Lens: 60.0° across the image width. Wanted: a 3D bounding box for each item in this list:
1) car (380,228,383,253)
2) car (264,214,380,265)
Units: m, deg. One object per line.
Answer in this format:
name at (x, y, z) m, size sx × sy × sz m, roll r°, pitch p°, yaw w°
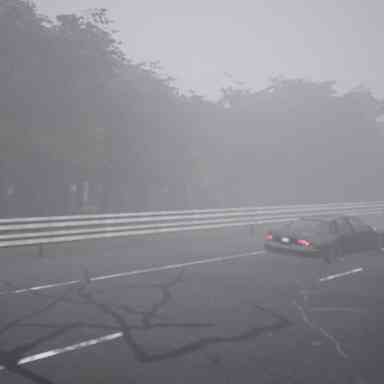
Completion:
car at (7.493, 1.421, 9.079) m, size 4.902 × 1.511 × 2.128 m, roll 0°, pitch 0°, yaw -35°
car at (4.857, 1.481, 11.496) m, size 5.357 × 1.411 × 2.033 m, roll 0°, pitch 0°, yaw -36°
